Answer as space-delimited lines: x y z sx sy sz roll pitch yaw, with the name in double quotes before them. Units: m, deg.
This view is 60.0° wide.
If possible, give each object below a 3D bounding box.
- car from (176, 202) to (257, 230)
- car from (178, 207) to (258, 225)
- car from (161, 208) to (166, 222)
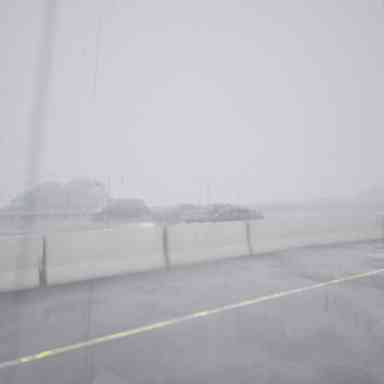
"car" 1.646 1.455 21.533 4.902 1.511 2.128 0 0 -31
"car" 1.571 1.462 17.404 4.902 1.511 2.128 0 0 -31
"car" -0.776 1.520 24.160 4.181 1.385 1.994 0 0 -31
